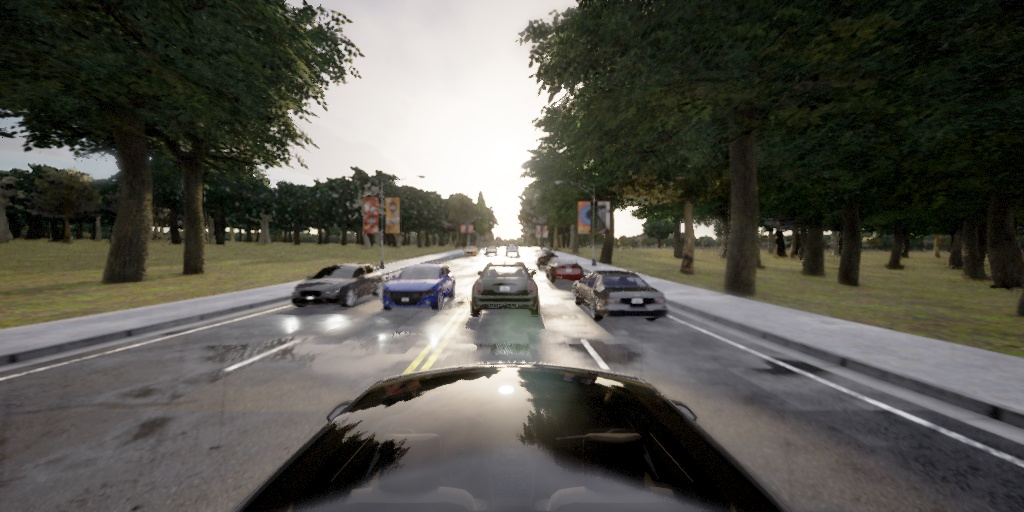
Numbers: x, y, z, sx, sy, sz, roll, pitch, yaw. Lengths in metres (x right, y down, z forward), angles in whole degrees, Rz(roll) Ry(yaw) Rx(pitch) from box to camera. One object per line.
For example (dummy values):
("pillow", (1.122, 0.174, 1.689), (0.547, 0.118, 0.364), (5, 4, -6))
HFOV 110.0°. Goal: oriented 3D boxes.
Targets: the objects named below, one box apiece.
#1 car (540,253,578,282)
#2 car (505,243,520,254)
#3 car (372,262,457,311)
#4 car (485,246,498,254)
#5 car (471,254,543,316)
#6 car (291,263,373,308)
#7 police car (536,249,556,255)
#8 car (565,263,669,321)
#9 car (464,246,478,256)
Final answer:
("car", (3.249, 0.777, 22.830), (2.163, 1.488, 4.792), (0, 2, 0))
("car", (0.050, -1.188, 58.505), (2.150, 2.045, 5.566), (0, 3, 0))
("car", (-3.348, 1.040, 13.735), (1.882, 1.535, 5.008), (0, 1, 0))
("car", (-3.254, -0.796, 57.526), (1.812, 1.442, 4.674), (0, 3, 0))
("car", (-0.178, 0.939, 12.761), (2.097, 1.767, 4.553), (0, 1, 1))
("car", (-6.597, 1.059, 14.144), (1.837, 1.490, 4.892), (0, 1, 0))
("police car", (3.248, 0.193, 33.894), (1.930, 1.638, 5.238), (0, 3, 0))
("car", (3.249, 1.155, 11.817), (2.033, 1.411, 5.357), (0, 1, 0))
("car", (-6.504, -0.842, 57.524), (1.882, 1.535, 5.008), (0, 3, 0))
